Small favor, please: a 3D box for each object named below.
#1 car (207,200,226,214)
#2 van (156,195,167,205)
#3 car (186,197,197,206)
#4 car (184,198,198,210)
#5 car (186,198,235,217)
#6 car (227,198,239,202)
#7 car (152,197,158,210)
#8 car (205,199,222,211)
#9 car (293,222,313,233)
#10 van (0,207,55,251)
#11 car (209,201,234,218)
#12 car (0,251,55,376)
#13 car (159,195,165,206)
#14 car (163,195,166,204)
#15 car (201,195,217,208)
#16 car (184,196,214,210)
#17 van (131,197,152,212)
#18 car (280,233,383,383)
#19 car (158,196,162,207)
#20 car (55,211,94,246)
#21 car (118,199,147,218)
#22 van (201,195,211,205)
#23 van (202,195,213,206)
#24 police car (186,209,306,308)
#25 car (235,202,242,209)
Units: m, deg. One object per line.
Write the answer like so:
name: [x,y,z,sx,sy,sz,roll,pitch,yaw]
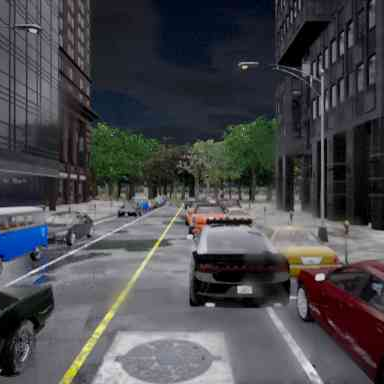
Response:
car: [2.707,1.632,37.163,1.752,1.417,4.829,0,0,0]
van: [-5.857,1.536,64.170,1.690,1.788,3.998,0,0,0]
car: [-0.086,1.683,59.292,1.837,1.490,4.892,0,0,0]
car: [-0.055,1.638,45.727,1.837,1.490,4.892,0,0,0]
car: [0.873,1.402,18.041,2.097,1.767,4.553,0,0,0]
car: [2.723,1.388,26.119,2.192,1.841,5.009,0,0,0]
car: [-5.825,1.648,42.249,1.752,1.417,4.829,0,0,0]
car: [2.700,1.668,42.431,1.887,1.381,4.507,0,0,0]
car: [2.747,1.553,9.976,1.752,1.417,4.829,0,0,0]
van: [-5.778,1.369,9.794,1.690,1.788,3.998,0,0,0]
car: [2.716,1.640,31.556,2.008,1.369,4.403,0,0,0]
car: [-3.005,1.609,2.817,1.895,1.301,4.718,0,0,0]
car: [-5.841,1.683,53.124,1.752,1.417,4.829,0,0,0]
car: [-5.849,1.617,58.732,1.967,1.590,4.097,0,0,0]
car: [2.684,1.473,53.307,2.192,1.841,5.009,0,0,0]
car: [0.681,1.419,24.068,2.097,1.767,4.553,0,0,2]
van: [-5.818,1.448,36.982,1.690,1.788,3.998,0,0,0]
car: [2.755,1.557,4.368,1.887,1.381,4.507,0,0,0]
car: [-5.833,1.707,47.856,1.947,1.339,4.313,0,0,0]
car: [-5.786,1.593,15.231,2.008,1.369,4.403,0,0,0]
car: [-5.810,1.656,31.544,1.947,1.339,4.313,0,0,0]
van: [2.668,1.535,64.182,1.690,1.788,3.998,0,0,0]
van: [2.676,1.517,58.744,1.690,1.788,3.998,0,0,0]
police car: [0.888,1.448,8.181,1.930,1.638,5.238,0,0,0]
car: [2.731,1.583,20.851,1.752,1.417,4.829,0,0,0]
